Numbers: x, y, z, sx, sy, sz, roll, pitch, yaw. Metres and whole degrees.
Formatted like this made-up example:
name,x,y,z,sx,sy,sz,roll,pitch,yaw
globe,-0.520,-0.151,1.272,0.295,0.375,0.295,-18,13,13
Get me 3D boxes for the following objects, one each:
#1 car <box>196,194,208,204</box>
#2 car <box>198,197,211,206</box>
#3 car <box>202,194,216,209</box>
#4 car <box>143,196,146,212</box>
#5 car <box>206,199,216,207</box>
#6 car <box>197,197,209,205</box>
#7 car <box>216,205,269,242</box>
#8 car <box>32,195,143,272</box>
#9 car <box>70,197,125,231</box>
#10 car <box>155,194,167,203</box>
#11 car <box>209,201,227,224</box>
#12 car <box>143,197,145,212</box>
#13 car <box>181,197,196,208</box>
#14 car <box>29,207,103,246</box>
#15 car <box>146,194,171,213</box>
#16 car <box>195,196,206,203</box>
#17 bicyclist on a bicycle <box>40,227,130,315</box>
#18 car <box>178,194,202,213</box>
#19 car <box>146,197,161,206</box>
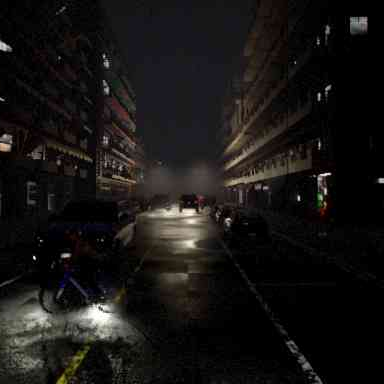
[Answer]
name,x,y,z,sx,sy,sz,roll,pitch,yaw
car,1.890,1.349,66.292,2.192,1.841,5.009,1,0,-1
car,2.028,1.577,55.157,2.008,1.369,4.403,1,0,-1
car,2.171,1.334,44.023,2.192,1.841,5.009,1,0,-1
car,-6.139,1.331,38.383,2.192,1.841,5.009,1,0,-1
car,2.377,1.535,27.490,1.752,1.417,4.829,1,0,-1
car,1.957,1.575,60.724,1.887,1.381,4.507,1,0,-1
car,2.519,1.556,16.186,2.008,1.369,4.403,1,0,-1
car,-3.218,1.216,11.198,2.150,2.045,5.566,0,1,-1
car,-5.928,1.323,21.681,2.192,1.841,5.009,1,0,-1
car,-6.560,1.354,71.787,2.192,1.841,5.009,1,0,-1
car,2.449,1.558,21.753,2.008,1.369,4.403,1,0,-1
car,-6.069,1.538,32.645,1.752,1.417,4.829,1,0,-1
car,-0.483,1.513,48.243,2.128,1.511,4.902,0,0,-1
car,-5.861,1.550,16.113,1.887,1.381,4.507,1,0,-1
car,-3.563,1.237,38.385,2.150,2.045,5.566,0,0,-1
car,1.817,1.589,71.860,2.008,1.369,4.403,1,0,-1
bicyclist on a bicycle,-1.973,1.456,6.078,1.656,1.620,0.582,-2,0,-1
car,-0.351,1.237,37.759,2.150,2.045,5.566,0,0,-1
car,-6.353,1.593,55.086,1.947,1.339,4.313,1,0,-1
